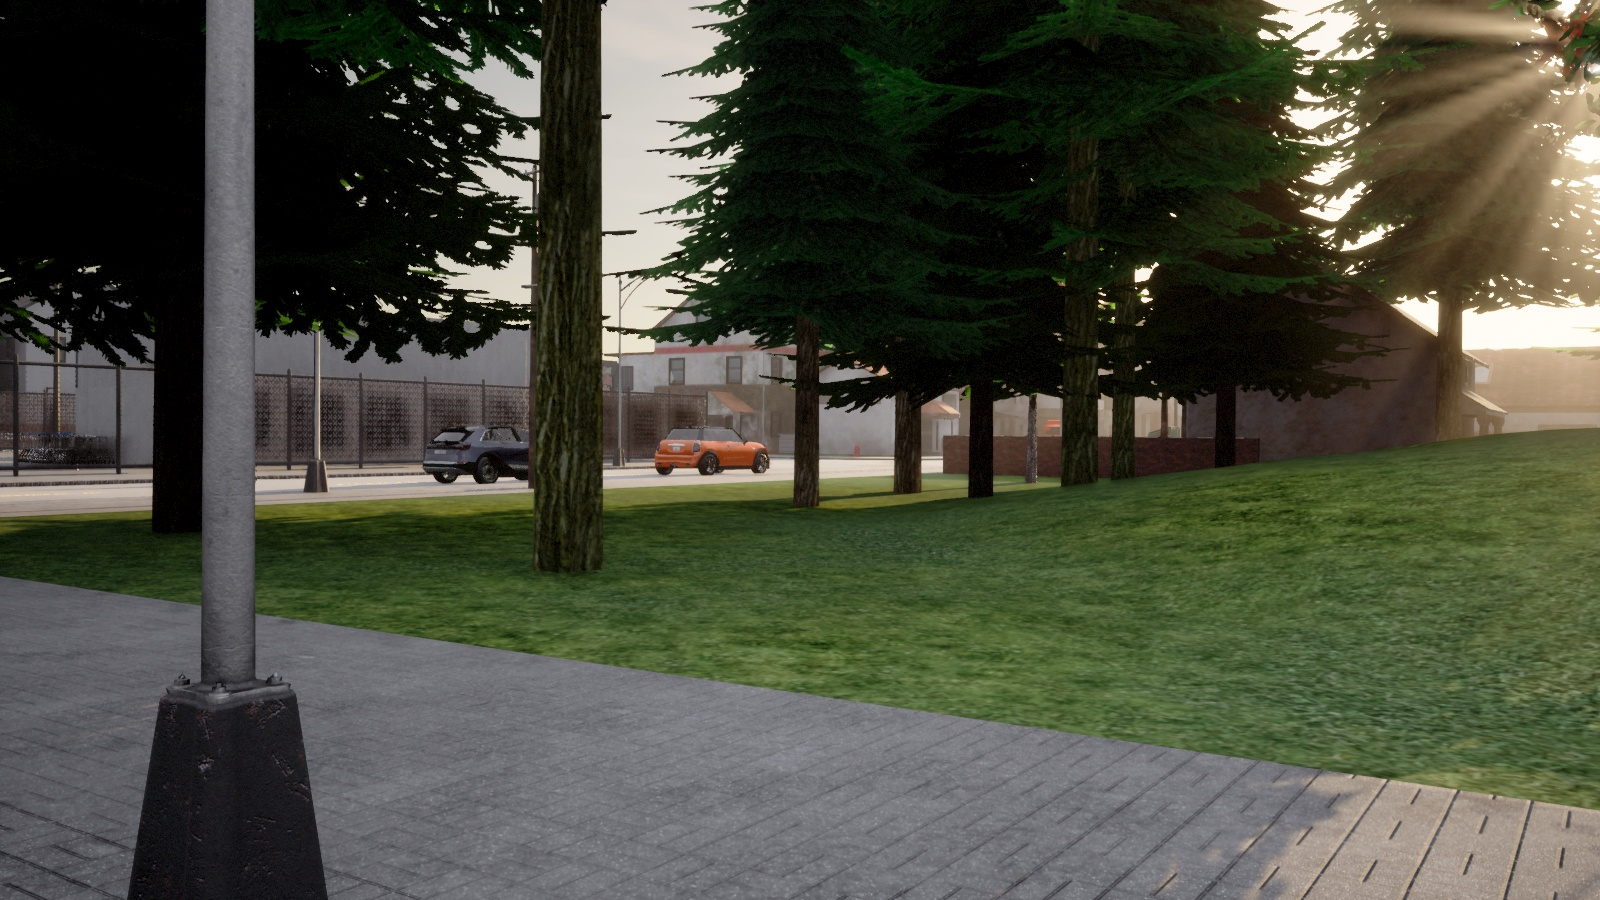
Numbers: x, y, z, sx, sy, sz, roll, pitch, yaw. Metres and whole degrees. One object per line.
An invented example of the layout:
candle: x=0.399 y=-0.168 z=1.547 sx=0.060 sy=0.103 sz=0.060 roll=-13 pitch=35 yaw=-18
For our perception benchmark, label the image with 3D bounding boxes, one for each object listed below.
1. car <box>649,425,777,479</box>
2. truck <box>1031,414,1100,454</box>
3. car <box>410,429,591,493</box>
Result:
car: x=-2.931 y=0.024 z=43.387 sx=2.097 sy=1.767 sz=4.553 roll=0 pitch=1 yaw=33
truck: x=17.161 y=-1.016 z=80.939 sx=2.627 sy=2.467 sz=5.204 roll=0 pitch=1 yaw=33
car: x=-8.315 y=0.255 z=35.293 sx=2.033 sy=1.649 sz=4.856 roll=0 pitch=1 yaw=34
